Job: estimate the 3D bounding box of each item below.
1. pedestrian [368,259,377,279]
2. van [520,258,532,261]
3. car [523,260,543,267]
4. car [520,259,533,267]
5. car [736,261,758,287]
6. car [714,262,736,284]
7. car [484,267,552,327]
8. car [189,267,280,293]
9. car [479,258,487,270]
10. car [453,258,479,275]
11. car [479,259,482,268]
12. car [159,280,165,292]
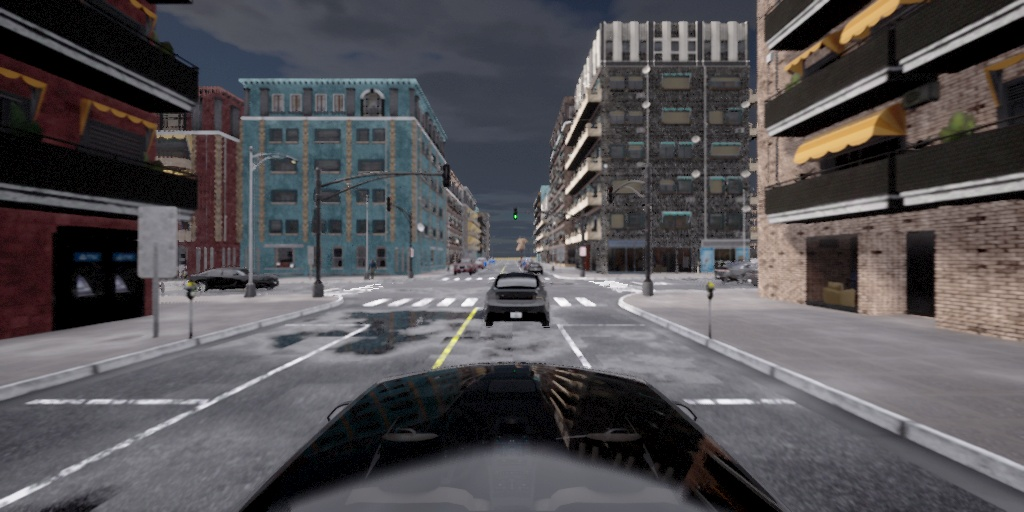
[{"bbox_3d":[-12.161,1.112,31.272,0.375,1.860,0.375,0,0,0],"label":"pedestrian"},{"bbox_3d":[2.546,1.219,57.181,1.690,1.789,3.998,0,0,0],"label":"van"},{"bbox_3d":[2.552,1.410,40.525,1.948,1.339,4.313,0,0,0],"label":"car"},{"bbox_3d":[2.548,1.449,51.629,1.802,1.307,4.207,0,0,0],"label":"car"},{"bbox_3d":[15.596,1.129,20.239,4.403,1.370,2.007,0,0,0],"label":"car"},{"bbox_3d":[15.485,1.082,22.716,4.902,1.511,2.128,-1,0,0],"label":"car"},{"bbox_3d":[0.228,1.280,11.641,1.837,1.490,4.892,0,0,3],"label":"car"},{"bbox_3d":[-17.656,1.480,22.950,5.008,1.535,1.882,-1,0,0],"label":"car"},{"bbox_3d":[-5.334,1.423,57.178,1.888,1.381,4.507,0,0,0],"label":"car"},{"bbox_3d":[-5.329,1.159,40.522,2.192,1.841,5.009,0,0,0],"label":"car"},{"bbox_3d":[-5.330,1.401,46.074,1.888,1.381,4.507,0,0,0],"label":"car"},{"bbox_3d":[-22.499,1.492,20.517,4.097,1.591,1.967,0,0,0],"label":"car"}]
